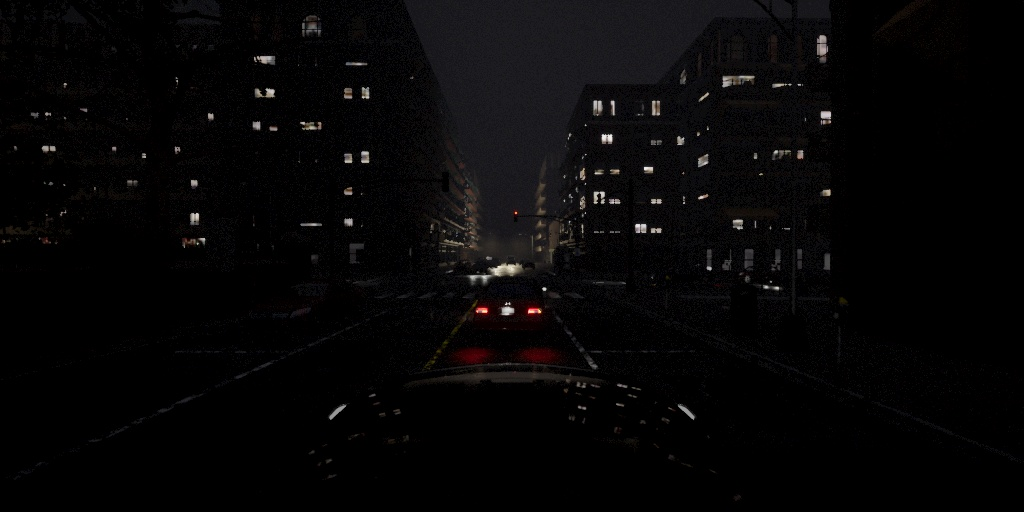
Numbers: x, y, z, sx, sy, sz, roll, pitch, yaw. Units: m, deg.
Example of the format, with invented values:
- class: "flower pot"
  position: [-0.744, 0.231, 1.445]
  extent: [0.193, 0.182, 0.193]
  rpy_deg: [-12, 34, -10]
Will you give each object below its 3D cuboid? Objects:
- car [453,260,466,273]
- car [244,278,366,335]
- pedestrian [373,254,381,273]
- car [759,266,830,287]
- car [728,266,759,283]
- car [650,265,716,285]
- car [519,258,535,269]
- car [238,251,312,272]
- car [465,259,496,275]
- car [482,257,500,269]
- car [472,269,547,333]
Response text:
- class: "car"
  position: [-5.811, 1.188, 42.912]
  extent: [1.967, 1.591, 4.097]
  rpy_deg: [0, 0, 0]
- class: "car"
  position: [-5.713, 1.331, 10.502]
  extent: [1.802, 1.307, 4.207]
  rpy_deg: [0, 0, 0]
- class: "pedestrian"
  position: [-12.807, 0.652, 33.884]
  extent: [0.375, 1.860, 0.375]
  rpy_deg: [0, -1, -1]
- class: "car"
  position: [23.499, 1.732, 28.906]
  extent: [5.357, 1.411, 2.033]
  rpy_deg: [1, 0, -1]
- class: "car"
  position: [21.293, 1.571, 31.431]
  extent: [4.097, 1.591, 1.967]
  rpy_deg: [0, 0, -1]
- class: "car"
  position: [13.690, 1.502, 28.752]
  extent: [4.902, 1.511, 2.128]
  rpy_deg: [1, 0, -1]
- class: "car"
  position: [2.535, 1.299, 54.209]
  extent: [2.007, 1.370, 4.403]
  rpy_deg: [0, 0, 0]
- class: "car"
  position: [-17.606, 0.694, 25.075]
  extent: [5.566, 2.045, 2.150]
  rpy_deg: [1, 0, -1]
- class: "car"
  position: [-3.337, 1.296, 39.247]
  extent: [2.033, 1.411, 5.357]
  rpy_deg: [0, 0, 3]
- class: "car"
  position: [-3.255, 1.274, 56.477]
  extent: [1.812, 1.442, 4.674]
  rpy_deg: [0, 0, 0]
- class: "car"
  position: [0.052, 1.297, 10.715]
  extent: [2.033, 1.411, 5.357]
  rpy_deg: [0, 0, 3]
